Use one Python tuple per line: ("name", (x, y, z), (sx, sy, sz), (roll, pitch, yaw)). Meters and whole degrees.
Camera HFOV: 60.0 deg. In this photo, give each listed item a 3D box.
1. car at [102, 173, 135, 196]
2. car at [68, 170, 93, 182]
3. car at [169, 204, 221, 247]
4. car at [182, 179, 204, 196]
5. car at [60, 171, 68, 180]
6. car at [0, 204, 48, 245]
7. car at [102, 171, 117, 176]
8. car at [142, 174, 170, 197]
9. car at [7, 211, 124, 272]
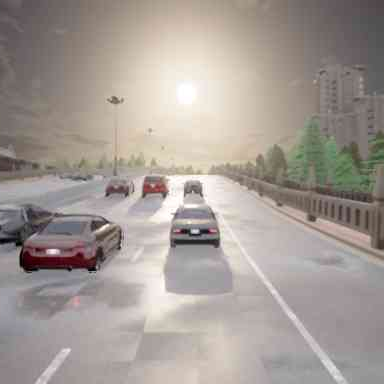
("car", (-6.903, -0.624, 32.481), (2.097, 1.767, 4.553), (0, 6, 0))
("car", (-17.563, -2.665, 53.386), (2.097, 1.767, 4.553), (0, 6, 0))
("car", (0.099, 1.188, 13.229), (2.033, 1.411, 5.357), (0, 3, 0))
("car", (0.098, -0.492, 32.707), (1.837, 1.490, 4.892), (0, 6, 0))
("car", (-21.043, -2.875, 56.976), (2.128, 1.511, 4.902), (0, 6, 1))
("car", (-6.901, 1.185, 13.274), (2.033, 1.411, 5.357), (0, 3, 0))
("car", (-14.051, -2.892, 57.139), (2.128, 1.511, 4.902), (0, 6, 0))
("car", (-3.402, -0.674, 31.656), (2.150, 2.045, 5.566), (0, 6, 0))
("car", (-3.405, 1.349, 10.149), (1.994, 1.385, 4.181), (0, 2, 0))
